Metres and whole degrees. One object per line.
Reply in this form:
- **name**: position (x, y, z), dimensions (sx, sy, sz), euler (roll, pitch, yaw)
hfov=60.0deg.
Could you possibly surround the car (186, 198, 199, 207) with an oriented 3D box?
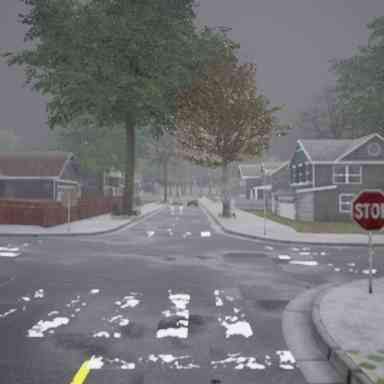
- **car**: position (0.094, 1.751, 55.690), dimensions (1.837, 1.490, 4.892), euler (0, 0, 0)

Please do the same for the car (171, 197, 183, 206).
- **car**: position (-2.648, 1.772, 60.285), dimensions (1.837, 1.490, 4.892), euler (0, 0, 0)
